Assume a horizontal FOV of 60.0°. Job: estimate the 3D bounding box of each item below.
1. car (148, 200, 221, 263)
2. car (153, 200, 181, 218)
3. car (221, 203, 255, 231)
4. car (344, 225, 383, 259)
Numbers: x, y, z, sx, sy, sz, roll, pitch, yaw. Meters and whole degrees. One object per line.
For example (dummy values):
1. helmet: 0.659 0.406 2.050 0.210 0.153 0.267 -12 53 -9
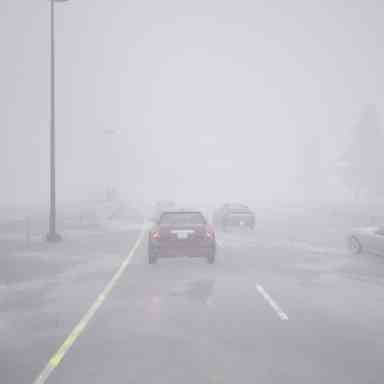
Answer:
1. car: -0.416 1.317 12.009 2.097 1.767 4.553 0 0 -4
2. car: -2.366 1.462 30.138 2.033 1.411 5.357 0 0 -9
3. car: 2.422 1.430 20.120 2.128 1.511 4.902 0 0 -6
4. car: 6.727 1.564 10.324 1.895 1.301 4.718 0 0 -3
